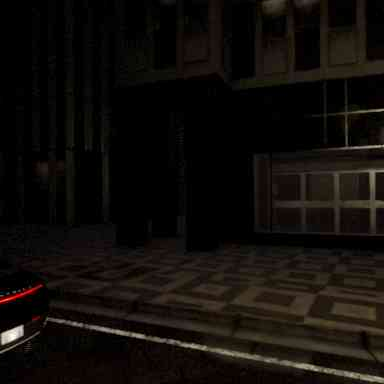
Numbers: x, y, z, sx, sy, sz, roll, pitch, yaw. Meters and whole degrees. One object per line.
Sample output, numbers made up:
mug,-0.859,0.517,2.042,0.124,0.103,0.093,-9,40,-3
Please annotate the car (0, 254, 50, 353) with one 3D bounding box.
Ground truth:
car,-4.431,1.522,4.988,4.892,1.490,1.837,-1,0,22
